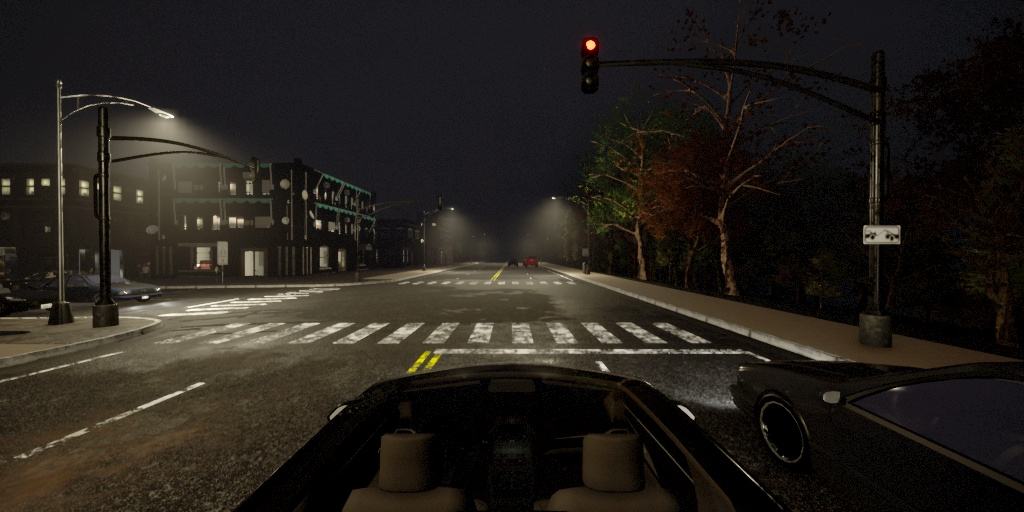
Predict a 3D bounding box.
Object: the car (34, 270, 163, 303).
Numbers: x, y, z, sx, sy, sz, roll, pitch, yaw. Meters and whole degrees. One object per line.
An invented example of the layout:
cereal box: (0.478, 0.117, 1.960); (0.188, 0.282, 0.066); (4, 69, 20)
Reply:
car: (-19.282, 1.511, 16.413); (5.357, 1.411, 2.033); (-1, 1, 3)

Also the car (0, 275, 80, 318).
car: (-19.931, 1.565, 13.688); (4.313, 1.339, 1.948); (0, 0, 0)

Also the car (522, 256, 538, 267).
car: (3.440, 0.948, 63.902); (2.150, 2.045, 5.566); (0, 0, 0)

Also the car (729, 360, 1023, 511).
car: (3.326, 1.297, 1.696); (2.033, 1.411, 5.357); (0, 0, 3)
